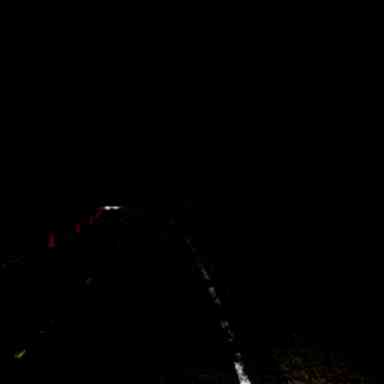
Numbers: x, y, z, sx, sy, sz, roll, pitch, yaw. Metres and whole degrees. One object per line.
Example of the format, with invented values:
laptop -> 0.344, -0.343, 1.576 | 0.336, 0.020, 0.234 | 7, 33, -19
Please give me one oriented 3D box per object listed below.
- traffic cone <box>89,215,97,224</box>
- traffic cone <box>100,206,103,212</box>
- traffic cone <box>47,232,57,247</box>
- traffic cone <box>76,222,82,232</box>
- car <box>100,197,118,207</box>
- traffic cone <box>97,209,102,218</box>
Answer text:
traffic cone -> -7.082, 1.937, 23.379 | 0.340, 0.580, 0.340 | 0, 0, -10
traffic cone -> -9.063, 1.928, 32.994 | 0.340, 0.580, 0.340 | 0, 0, -14
traffic cone -> -5.749, 1.947, 13.653 | 0.340, 0.580, 0.340 | 0, 0, -6
traffic cone -> -6.334, 1.942, 18.527 | 0.340, 0.580, 0.340 | 0, 0, -8
car -> -13.017, 1.508, 52.163 | 2.033, 1.411, 5.357 | 0, 0, -27
traffic cone -> -7.992, 1.932, 28.203 | 0.340, 0.580, 0.340 | 0, 0, -12
